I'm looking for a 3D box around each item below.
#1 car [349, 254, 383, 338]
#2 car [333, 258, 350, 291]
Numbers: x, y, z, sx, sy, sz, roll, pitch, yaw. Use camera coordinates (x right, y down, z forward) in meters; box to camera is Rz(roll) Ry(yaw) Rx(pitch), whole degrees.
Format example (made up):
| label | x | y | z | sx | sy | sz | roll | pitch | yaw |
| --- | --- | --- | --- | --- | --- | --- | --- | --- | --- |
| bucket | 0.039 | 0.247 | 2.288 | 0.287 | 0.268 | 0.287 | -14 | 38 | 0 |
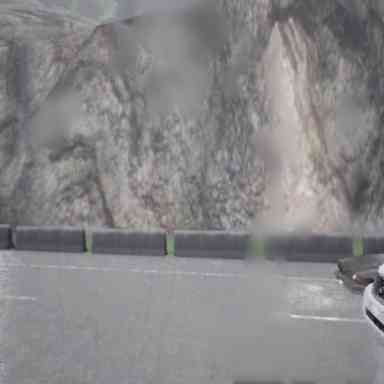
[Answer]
| label | x | y | z | sx | sy | sz | roll | pitch | yaw |
| --- | --- | --- | --- | --- | --- | --- | --- | --- | --- |
| car | 5.395 | 1.399 | 4.356 | 5.566 | 2.045 | 2.150 | 0 | -2 | 11 |
| car | 6.287 | 1.835 | 7.738 | 5.357 | 1.411 | 2.033 | 0 | -2 | 11 |
